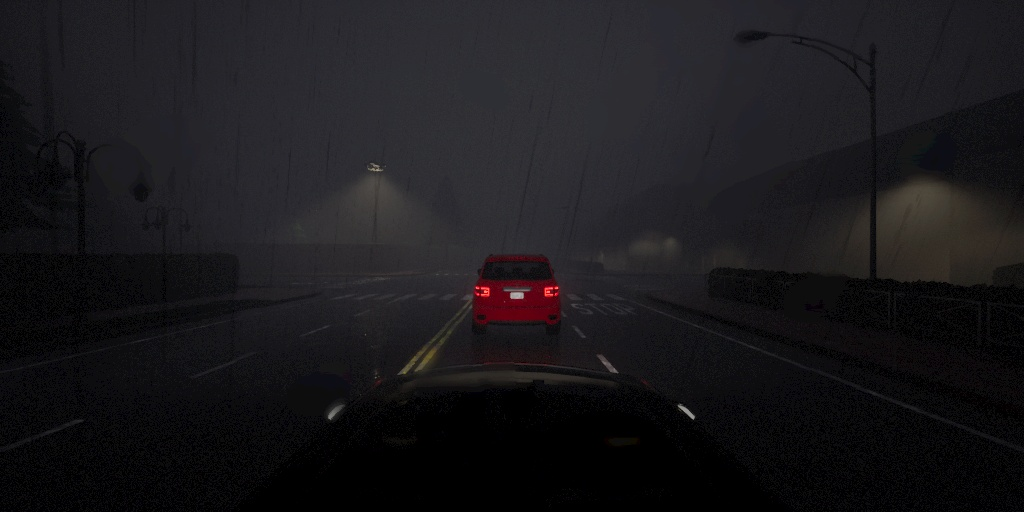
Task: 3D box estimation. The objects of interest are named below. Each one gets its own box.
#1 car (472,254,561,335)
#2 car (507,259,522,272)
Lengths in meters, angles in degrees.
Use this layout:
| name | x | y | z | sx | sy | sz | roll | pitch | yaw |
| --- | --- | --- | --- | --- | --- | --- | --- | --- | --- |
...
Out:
| name | x | y | z | sx | sy | sz | roll | pitch | yaw |
| --- | --- | --- | --- | --- | --- | --- | --- | --- | --- |
| car | 0.117 | 0.971 | 10.625 | 2.150 | 2.045 | 5.566 | 0 | 0 | 0 |
| car | 0.348 | 1.228 | 46.380 | 1.882 | 1.535 | 5.008 | 0 | 0 | 1 |
